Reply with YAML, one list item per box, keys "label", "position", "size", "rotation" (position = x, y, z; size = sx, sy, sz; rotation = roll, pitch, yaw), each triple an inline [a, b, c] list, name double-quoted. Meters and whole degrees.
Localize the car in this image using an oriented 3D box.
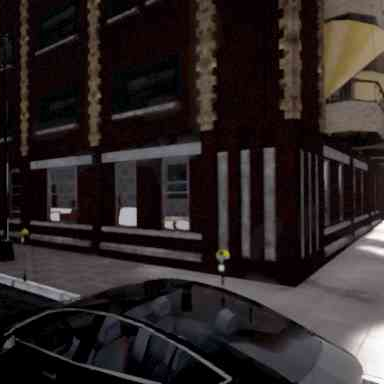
- label: "car"
  position: [-0.634, 1.589, 3.328]
  size: [4.313, 1.339, 1.947]
  rotation: [-1, 0, 36]
